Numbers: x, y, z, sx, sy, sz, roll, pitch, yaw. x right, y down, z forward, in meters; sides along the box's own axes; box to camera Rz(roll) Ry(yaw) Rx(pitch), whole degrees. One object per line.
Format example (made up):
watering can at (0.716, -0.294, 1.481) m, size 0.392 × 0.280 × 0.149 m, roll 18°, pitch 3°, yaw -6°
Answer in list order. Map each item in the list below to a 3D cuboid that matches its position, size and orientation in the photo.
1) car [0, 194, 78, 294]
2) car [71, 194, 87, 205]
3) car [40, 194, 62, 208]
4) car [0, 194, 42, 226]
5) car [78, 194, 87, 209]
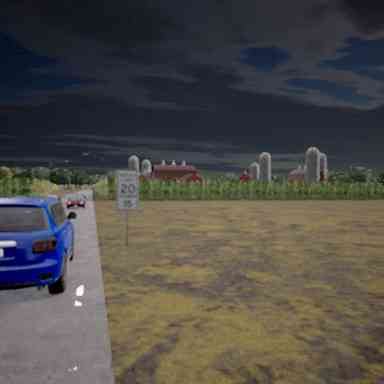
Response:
car at (-4.210, 1.127, 8.348) m, size 2.150 × 2.045 × 5.566 m, roll 0°, pitch 1°, yaw -17°
car at (-15.838, 0.984, 46.807) m, size 2.033 × 1.411 × 5.357 m, roll 0°, pitch 1°, yaw -17°
car at (-16.222, 1.046, 38.471) m, size 1.812 × 1.442 × 4.674 m, roll 0°, pitch 0°, yaw -16°
car at (-11.199, 1.077, 21.633) m, size 2.097 × 1.767 × 4.553 m, roll 0°, pitch 1°, yaw -17°
car at (-12.879, 1.160, 37.183) m, size 1.895 × 1.301 × 4.718 m, roll 0°, pitch 1°, yaw -16°
